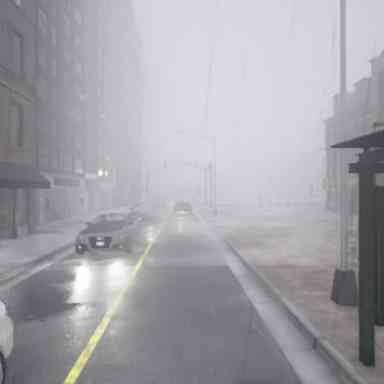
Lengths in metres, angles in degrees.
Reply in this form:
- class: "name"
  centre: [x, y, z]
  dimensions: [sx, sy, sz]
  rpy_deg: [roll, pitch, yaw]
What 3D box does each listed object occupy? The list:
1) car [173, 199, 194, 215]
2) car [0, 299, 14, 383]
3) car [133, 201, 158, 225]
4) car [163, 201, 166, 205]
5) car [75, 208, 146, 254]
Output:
- class: "car"
  centre: [-0.934, 1.507, 34.522]
  dimensions: [1.837, 1.490, 4.892]
  rpy_deg: [0, 0, -1]
- class: "car"
  centre: [-2.885, 1.542, 1.992]
  dimensions: [1.812, 1.442, 4.674]
  rpy_deg: [0, 0, -1]
- class: "car"
  centre: [-3.532, 1.543, 24.539]
  dimensions: [1.812, 1.442, 4.674]
  rpy_deg: [0, 0, -1]
- class: "car"
  centre: [-3.886, 1.279, 39.463]
  dimensions: [2.033, 1.411, 5.357]
  rpy_deg: [0, 0, -2]
- class: "car"
  centre: [-3.213, 1.580, 13.403]
  dimensions: [1.994, 1.385, 4.181]
  rpy_deg: [0, 0, -2]
